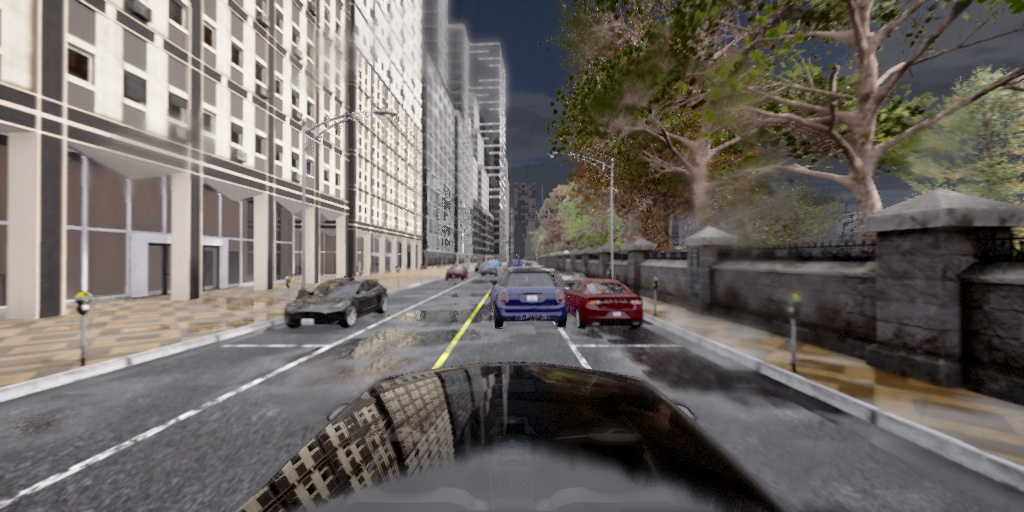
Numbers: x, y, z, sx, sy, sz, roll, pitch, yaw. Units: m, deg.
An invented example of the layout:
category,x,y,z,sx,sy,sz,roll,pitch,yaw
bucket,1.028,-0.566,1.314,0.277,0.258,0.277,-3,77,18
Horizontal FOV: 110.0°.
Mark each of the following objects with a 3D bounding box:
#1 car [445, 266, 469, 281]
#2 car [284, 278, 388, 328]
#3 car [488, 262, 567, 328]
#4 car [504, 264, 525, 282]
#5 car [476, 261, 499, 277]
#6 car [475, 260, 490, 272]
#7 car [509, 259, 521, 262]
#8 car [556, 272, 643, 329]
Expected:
category,x,y,z,sx,sy,sz,roll,pitch,yaw
car,-5.202,1.580,34.254,1.888,1.381,4.507,0,0,0
car,-5.462,1.403,11.761,1.948,1.339,4.313,0,0,0
car,0.388,1.191,11.932,2.097,1.767,4.553,0,0,-5
car,0.213,1.554,33.633,1.812,1.442,4.674,0,0,0
car,-2.603,1.647,41.572,2.033,1.411,5.357,0,-1,1
car,-4.839,1.802,56.754,1.948,1.339,4.313,0,0,1
car,0.504,1.426,53.203,2.150,2.045,5.566,0,0,1
car,2.708,1.380,11.457,1.888,1.381,4.507,0,0,0
